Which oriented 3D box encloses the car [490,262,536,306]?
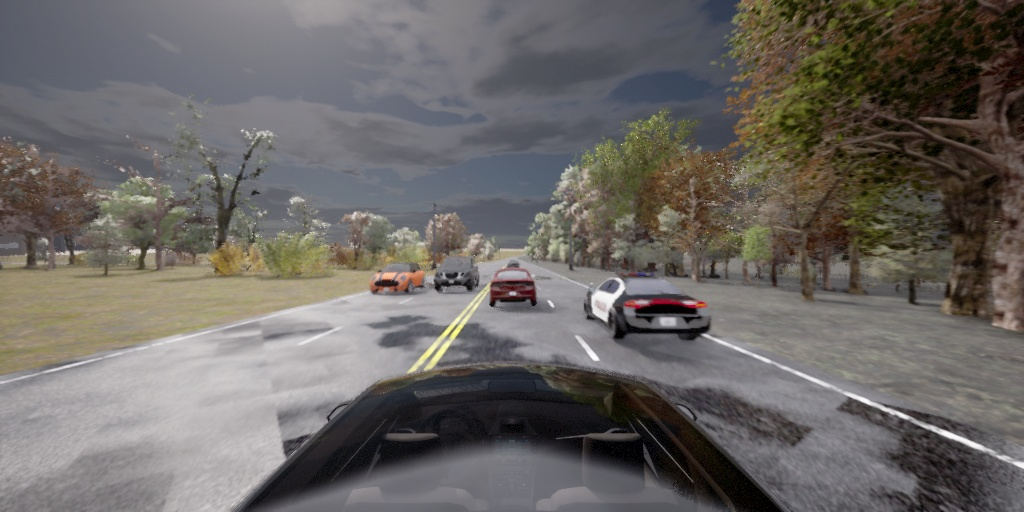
[{"bbox_3d":[0.038,1.257,16.215,1.882,1.535,5.008,-2,1,0],"label":"car"}]

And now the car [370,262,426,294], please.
[{"bbox_3d":[-6.528,1.165,20.901,2.097,1.767,4.553,0,0,0],"label":"car"}]

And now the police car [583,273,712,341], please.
[{"bbox_3d":[3.277,1.247,9.918,2.038,1.542,4.974,0,-1,0],"label":"police car"}]

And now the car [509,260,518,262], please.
[{"bbox_3d":[0.246,1.405,50.651,1.837,1.490,4.892,0,0,0],"label":"car"}]

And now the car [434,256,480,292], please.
[{"bbox_3d":[-3.267,1.034,22.210,2.150,2.045,5.566,0,0,1],"label":"car"}]
